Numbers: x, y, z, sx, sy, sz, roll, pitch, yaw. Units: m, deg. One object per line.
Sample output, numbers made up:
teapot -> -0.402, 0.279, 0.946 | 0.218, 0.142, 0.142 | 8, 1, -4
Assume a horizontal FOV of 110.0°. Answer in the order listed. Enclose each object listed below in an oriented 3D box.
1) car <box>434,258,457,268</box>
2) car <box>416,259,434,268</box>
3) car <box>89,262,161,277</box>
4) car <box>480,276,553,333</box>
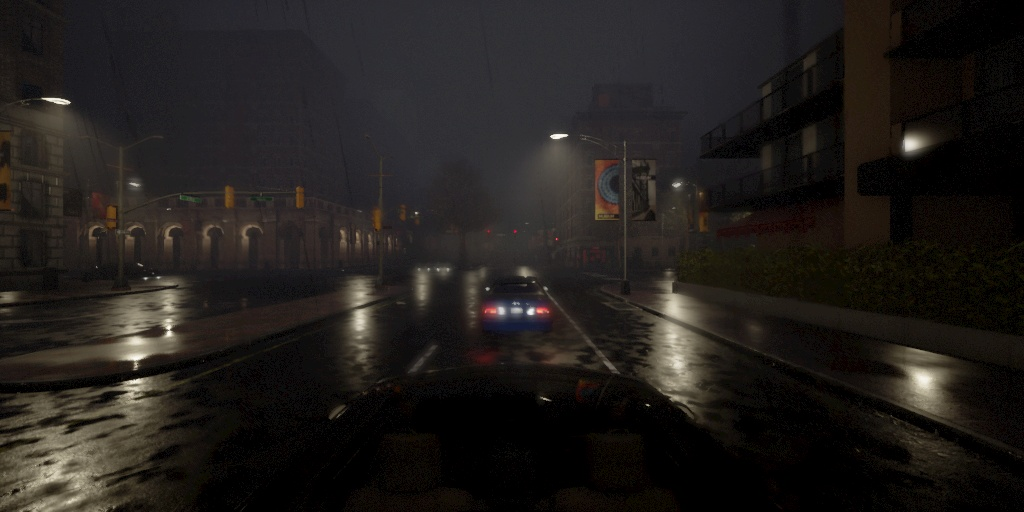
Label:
car -> -11.049, 1.102, 59.636 | 2.097, 1.767, 4.553 | 0, 0, 1
car -> -14.516, 1.227, 61.705 | 1.882, 1.535, 5.008 | 0, 0, 1
car -> -37.185, 1.297, 34.512 | 5.357, 1.411, 2.033 | 0, 0, 0
car -> 0.146, 1.297, 10.685 | 2.033, 1.411, 5.357 | 0, 0, 1
